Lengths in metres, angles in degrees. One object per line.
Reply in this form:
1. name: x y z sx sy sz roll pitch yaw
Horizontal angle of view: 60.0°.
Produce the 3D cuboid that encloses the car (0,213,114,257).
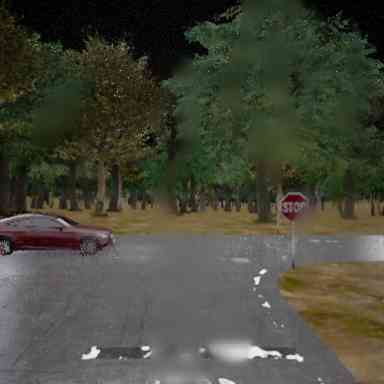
1. car: -5.283 1.530 12.362 4.674 1.442 1.812 1 0 -8
